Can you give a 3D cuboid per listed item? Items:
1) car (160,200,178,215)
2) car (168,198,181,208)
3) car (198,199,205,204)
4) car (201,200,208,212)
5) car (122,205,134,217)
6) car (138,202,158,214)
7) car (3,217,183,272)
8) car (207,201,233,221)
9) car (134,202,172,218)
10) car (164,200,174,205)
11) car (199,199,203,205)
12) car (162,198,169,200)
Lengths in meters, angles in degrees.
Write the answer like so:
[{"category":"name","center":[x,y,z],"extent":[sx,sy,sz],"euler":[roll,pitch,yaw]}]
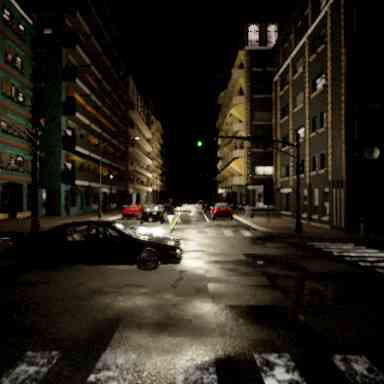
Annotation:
[{"category":"car","center":[-3.110,2.063,40.562],"extent":[1.994,1.385,4.181],"euler":[0,0,0]},{"category":"car","center":[-3.034,2.341,62.160],"extent":[1.994,1.385,4.181],"euler":[0,-1,0]},{"category":"car","center":[2.657,2.746,94.165],"extent":[1.887,1.381,4.507],"euler":[0,-1,0]},{"category":"car","center":[2.676,2.174,48.852],"extent":[1.947,1.339,4.313],"euler":[0,-1,0]},{"category":"car","center":[-5.789,1.951,33.082],"extent":[1.887,1.381,4.507],"euler":[0,-1,0]},{"category":"car","center":[-5.702,2.085,43.184],"extent":[2.008,1.369,4.403],"euler":[0,-1,0]},{"category":"car","center":[-2.961,1.639,10.639],"extent":[5.357,1.411,2.033],"euler":[1,-1,-1]},{"category":"car","center":[2.795,1.833,31.865],"extent":[1.967,1.590,4.097],"euler":[0,-1,0]},{"category":"car","center":[-3.113,1.828,27.524],"extent":[2.128,1.511,4.902],"euler":[0,-1,0]},{"category":"car","center":[-5.718,2.598,82.833],"extent":[2.008,1.369,4.403],"euler":[0,-1,0]},{"category":"car","center":[2.671,2.298,60.181],"extent":[1.887,1.381,4.507],"euler":[0,-1,0]},{"category":"car","center":[-5.712,2.213,71.508],"extent":[2.192,1.841,5.009],"euler":[0,-1,0]}]
